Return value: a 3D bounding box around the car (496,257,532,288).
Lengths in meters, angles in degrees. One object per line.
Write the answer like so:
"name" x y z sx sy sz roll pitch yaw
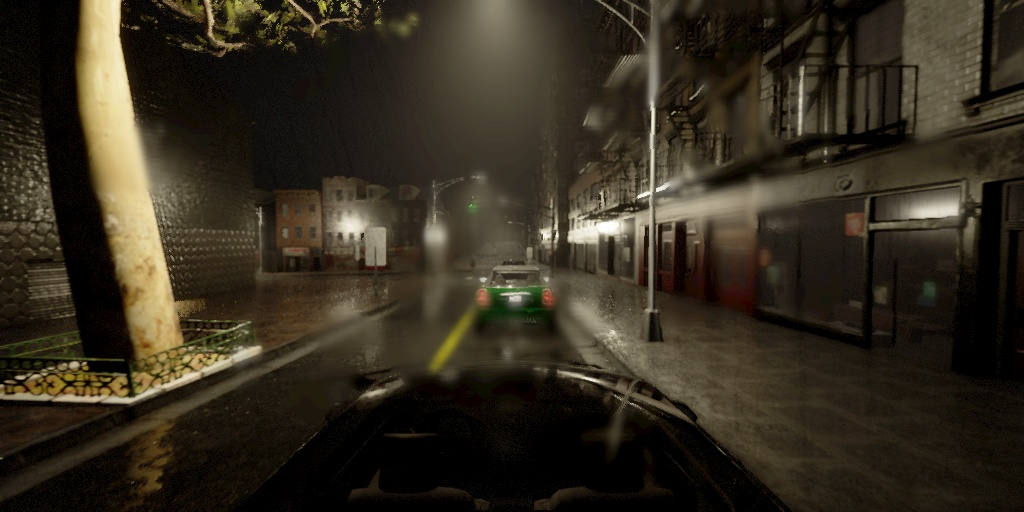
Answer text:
"car" 0.115 0.995 23.401 2.097 1.767 4.553 0 0 0

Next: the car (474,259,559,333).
"car" 0.104 1.053 10.683 2.097 1.767 4.553 0 0 0
